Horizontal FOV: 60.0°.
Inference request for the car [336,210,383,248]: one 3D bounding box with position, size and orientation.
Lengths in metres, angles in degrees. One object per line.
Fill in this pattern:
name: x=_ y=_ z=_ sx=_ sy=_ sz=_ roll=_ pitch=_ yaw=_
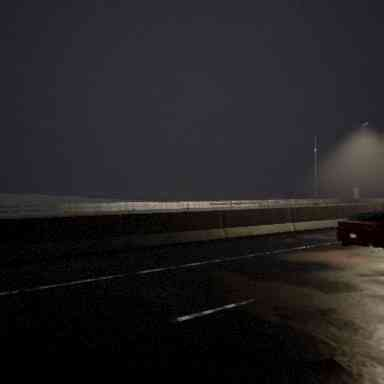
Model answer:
car: x=8.045 y=1.493 z=13.830 sx=5.008 sy=1.535 sz=1.882 roll=0 pitch=0 yaw=-35
